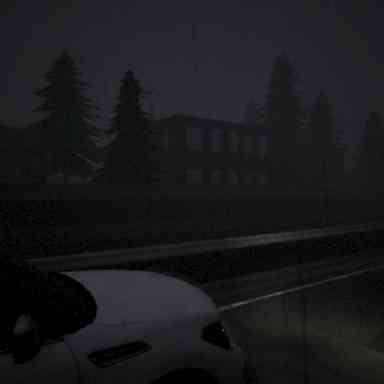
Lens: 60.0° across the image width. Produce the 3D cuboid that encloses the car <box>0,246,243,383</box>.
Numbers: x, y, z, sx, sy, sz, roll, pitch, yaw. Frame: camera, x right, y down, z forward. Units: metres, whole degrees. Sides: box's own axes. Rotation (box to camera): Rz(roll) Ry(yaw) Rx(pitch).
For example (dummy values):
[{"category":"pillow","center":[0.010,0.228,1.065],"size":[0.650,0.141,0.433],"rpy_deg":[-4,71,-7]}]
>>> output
[{"category":"car","center":[-2.190,1.220,2.184],"size":[5.566,2.045,2.150],"rpy_deg":[0,0,-35]}]
